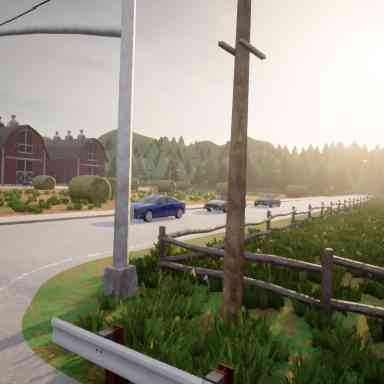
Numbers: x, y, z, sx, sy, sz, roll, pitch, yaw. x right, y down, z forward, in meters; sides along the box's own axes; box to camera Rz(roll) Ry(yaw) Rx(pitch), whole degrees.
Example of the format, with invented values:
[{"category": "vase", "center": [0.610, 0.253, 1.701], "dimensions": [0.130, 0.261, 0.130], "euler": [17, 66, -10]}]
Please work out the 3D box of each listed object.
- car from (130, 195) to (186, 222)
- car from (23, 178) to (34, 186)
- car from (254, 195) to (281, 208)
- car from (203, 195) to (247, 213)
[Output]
[{"category": "car", "center": [-2.351, 0.947, 21.185], "dimensions": [1.882, 1.535, 5.008], "euler": [3, 2, 33]}, {"category": "car", "center": [-38.868, -2.310, 79.365], "dimensions": [1.905, 1.878, 3.866], "euler": [8, 2, -13]}, {"category": "car", "center": [8.614, 1.001, 37.795], "dimensions": [1.994, 1.385, 4.181], "euler": [3, 2, 33]}, {"category": "car", "center": [3.093, 1.000, 29.443], "dimensions": [2.033, 1.411, 5.357], "euler": [3, 2, 33]}]
